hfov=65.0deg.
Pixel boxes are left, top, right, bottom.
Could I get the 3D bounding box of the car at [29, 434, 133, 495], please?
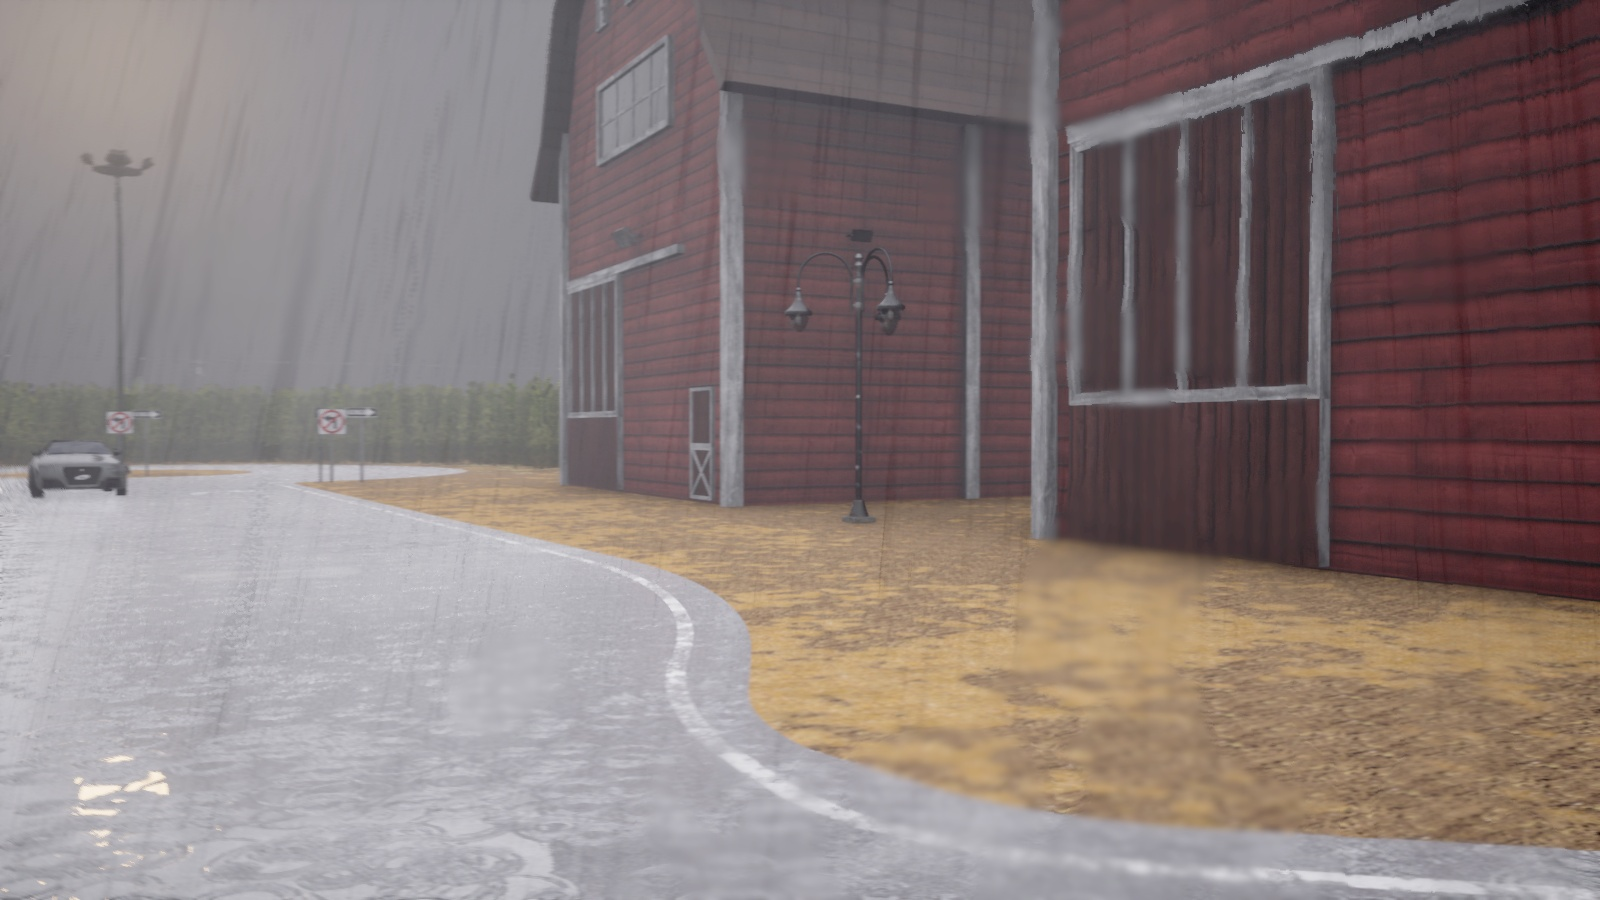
[{"bbox_3d":[-17.968,0.303,31.308,1.994,1.385,4.181,0,1,-33],"label":"car"}]
